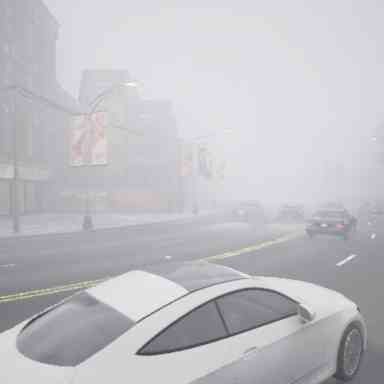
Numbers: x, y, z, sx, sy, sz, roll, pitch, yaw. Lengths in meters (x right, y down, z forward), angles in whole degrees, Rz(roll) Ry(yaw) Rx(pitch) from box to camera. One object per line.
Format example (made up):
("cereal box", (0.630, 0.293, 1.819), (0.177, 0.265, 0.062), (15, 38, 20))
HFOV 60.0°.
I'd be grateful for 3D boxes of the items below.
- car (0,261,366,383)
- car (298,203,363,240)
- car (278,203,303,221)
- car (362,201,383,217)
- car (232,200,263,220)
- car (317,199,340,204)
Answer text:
("car", (0.141, 1.523, 3.629), (4.674, 1.442, 1.812), (0, 0, -40))
("car", (7.265, 1.539, 17.101), (2.033, 1.411, 5.357), (0, 0, 32))
("car", (8.126, 1.584, 26.825), (1.895, 1.301, 4.718), (0, 0, 22))
("car", (16.658, 1.534, 30.434), (2.033, 1.411, 5.357), (0, 0, 14))
("car", (4.707, 1.473, 27.731), (2.128, 1.511, 4.902), (0, 0, 22))
("car", (13.630, 1.459, 33.043), (1.882, 1.535, 5.008), (0, 0, 12))
